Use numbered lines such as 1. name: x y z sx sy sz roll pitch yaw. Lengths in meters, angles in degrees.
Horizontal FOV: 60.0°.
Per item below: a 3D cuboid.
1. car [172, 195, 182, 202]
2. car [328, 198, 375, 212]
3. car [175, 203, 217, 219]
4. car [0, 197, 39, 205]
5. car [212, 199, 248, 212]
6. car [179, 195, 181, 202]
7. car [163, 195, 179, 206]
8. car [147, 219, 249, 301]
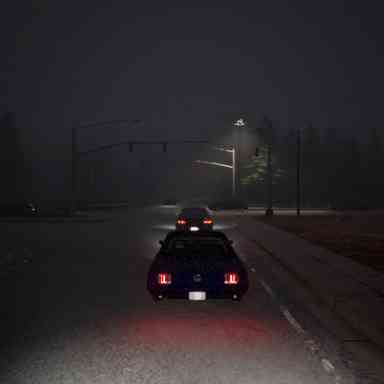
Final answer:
1. car: -3.387 1.429 74.080 1.882 1.535 5.008 0 0 1
2. car: 18.175 1.484 37.984 4.902 1.511 2.128 0 0 1
3. car: 0.108 1.512 17.318 1.812 1.442 4.674 0 0 0
4. car: -18.326 1.363 34.959 4.553 1.767 2.097 0 0 1
5. car: 4.056 1.519 38.245 4.674 1.442 1.812 0 0 1
6. car: -3.521 1.522 63.775 1.994 1.385 4.181 0 0 1
7. car: -3.568 1.528 54.507 1.994 1.385 4.181 0 0 0
8. car: 0.103 1.596 8.263 1.895 1.301 4.718 0 0 0
